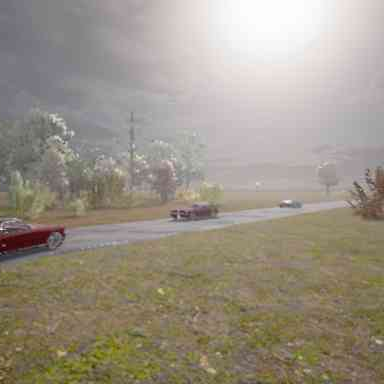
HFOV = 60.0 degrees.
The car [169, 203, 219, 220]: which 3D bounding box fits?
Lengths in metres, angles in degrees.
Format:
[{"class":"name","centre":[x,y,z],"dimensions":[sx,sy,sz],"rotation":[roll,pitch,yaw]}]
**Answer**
[{"class":"car","centre":[0.242,1.544,27.275],"dimensions":[1.895,1.301,4.718],"rotation":[0,0,35]}]

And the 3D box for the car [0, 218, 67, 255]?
[{"class":"car","centre":[-6.600,1.555,11.710],"dimensions":[1.895,1.301,4.718],"rotation":[0,0,17]}]

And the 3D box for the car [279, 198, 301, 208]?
[{"class":"car","centre":[13.515,1.494,45.792],"dimensions":[1.994,1.385,4.181],"rotation":[0,0,36]}]
